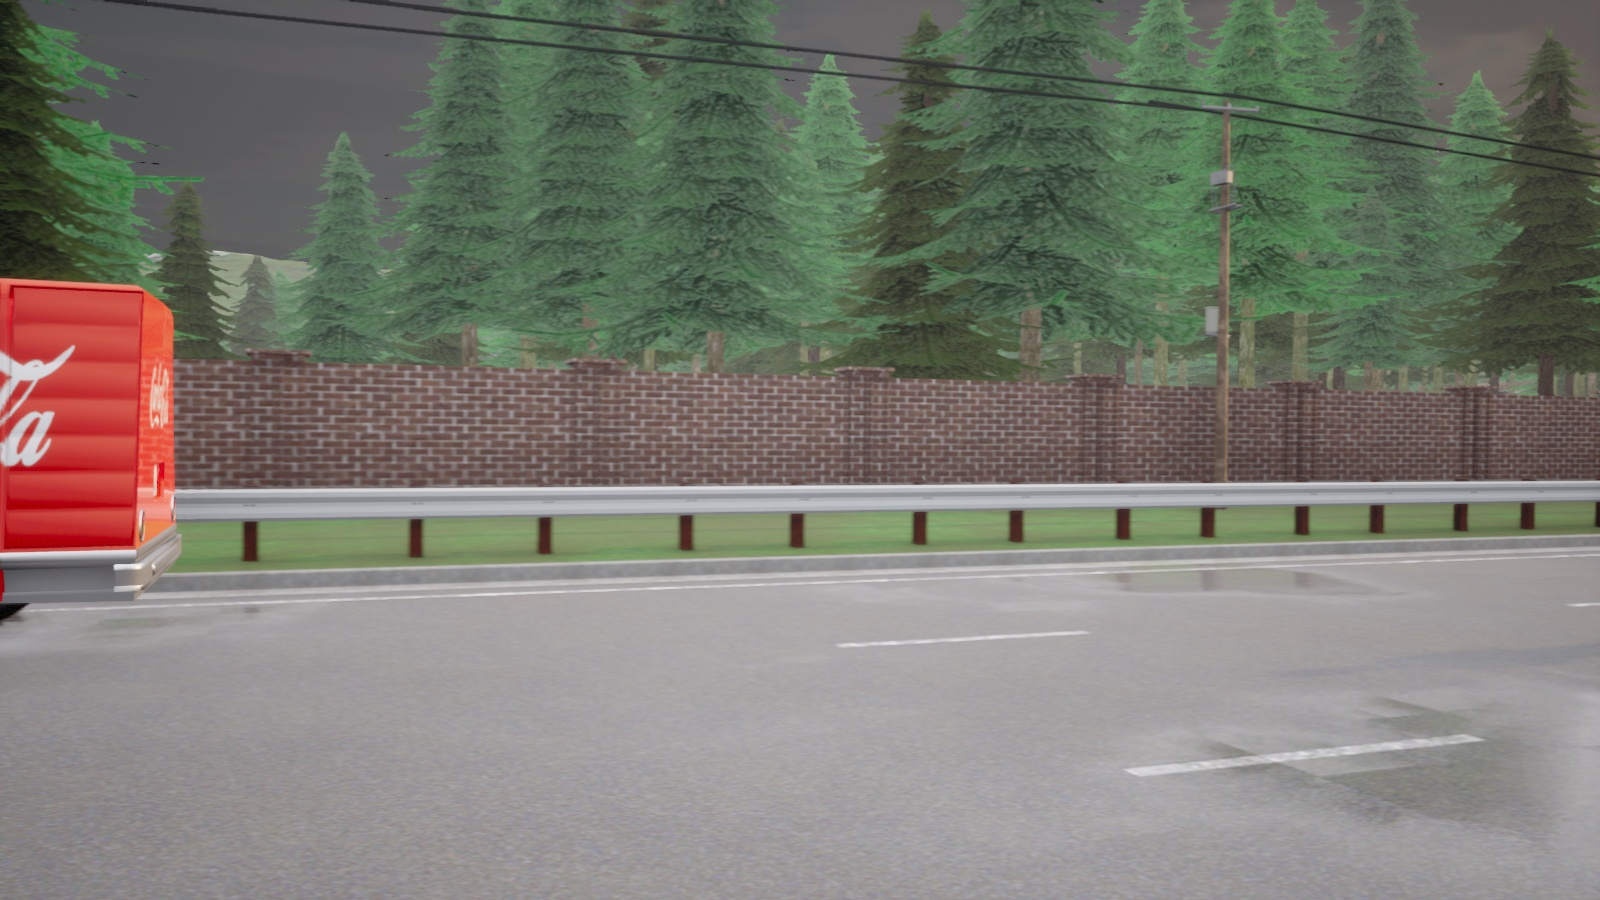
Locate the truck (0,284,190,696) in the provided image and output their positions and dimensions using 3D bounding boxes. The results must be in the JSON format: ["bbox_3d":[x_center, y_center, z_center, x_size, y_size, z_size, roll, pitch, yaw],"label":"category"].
[{"bbox_3d":[-6.961,0.255,8.078,5.204,2.467,2.627,-1,1,-21],"label":"truck"}]
